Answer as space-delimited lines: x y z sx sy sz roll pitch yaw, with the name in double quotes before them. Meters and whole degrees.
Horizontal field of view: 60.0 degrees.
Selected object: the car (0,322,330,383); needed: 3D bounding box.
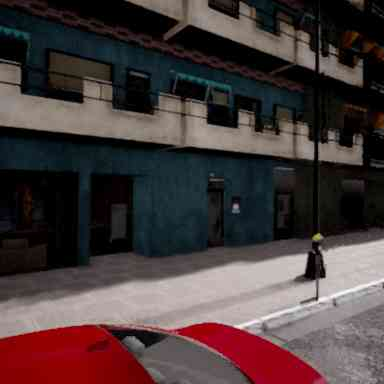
"car" -1.132 1.535 1.477 4.507 1.381 1.887 0 1 -36
